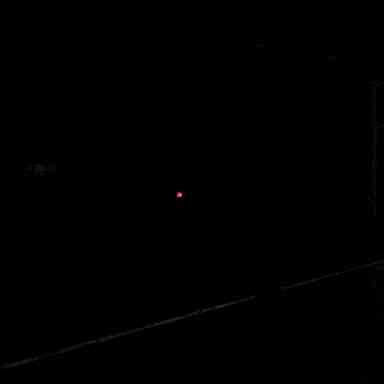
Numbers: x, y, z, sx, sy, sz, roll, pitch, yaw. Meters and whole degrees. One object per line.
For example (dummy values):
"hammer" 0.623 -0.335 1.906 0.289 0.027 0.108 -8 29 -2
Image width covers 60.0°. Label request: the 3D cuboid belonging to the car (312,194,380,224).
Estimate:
"car" 10.395 1.206 24.069 2.150 2.045 5.566 0 0 -38
